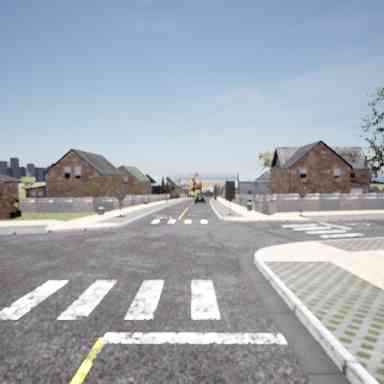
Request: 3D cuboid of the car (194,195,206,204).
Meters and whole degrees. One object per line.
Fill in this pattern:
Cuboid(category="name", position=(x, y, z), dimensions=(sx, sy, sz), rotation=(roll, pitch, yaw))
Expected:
Cuboid(category="car", position=(1.566, 1.280, 62.677), dimensions=(2.097, 1.767, 4.553), rotation=(0, 0, 3))

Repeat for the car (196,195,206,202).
Cuboid(category="car", position=(2.052, 1.347, 72.702), dimensions=(2.033, 1.411, 5.357), rotation=(0, 0, 3))
